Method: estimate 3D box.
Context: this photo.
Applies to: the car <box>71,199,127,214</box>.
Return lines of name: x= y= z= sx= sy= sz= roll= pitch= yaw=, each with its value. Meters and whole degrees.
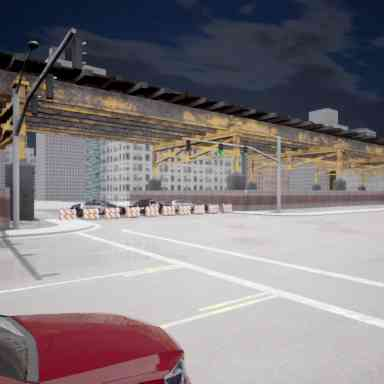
car: x=-8.439 y=1.295 z=30.392 sx=4.536 sy=1.218 sz=1.853 roll=0 pitch=0 yaw=8

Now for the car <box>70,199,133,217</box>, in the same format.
car: x=-8.388 y=1.453 z=30.385 sx=4.974 sy=1.542 sz=2.038 roll=0 pitch=0 yaw=8

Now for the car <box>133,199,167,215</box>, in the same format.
car: x=-4.649 y=1.453 z=33.079 sx=2.038 sy=1.542 sz=4.974 roll=0 pitch=0 yaw=18

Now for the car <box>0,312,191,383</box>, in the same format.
car: x=-2.160 y=1.526 z=2.226 sx=4.674 sy=1.442 sz=1.812 roll=0 pitch=0 yaw=-35

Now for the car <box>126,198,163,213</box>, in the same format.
car: x=-4.634 y=1.295 z=33.129 sx=1.853 sy=1.218 sz=4.536 roll=0 pitch=0 yaw=18

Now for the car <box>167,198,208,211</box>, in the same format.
car: x=-0.800 y=1.295 z=36.841 sx=4.536 sy=1.218 sz=1.853 roll=0 pitch=0 yaw=-7

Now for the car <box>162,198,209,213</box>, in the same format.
car: x=-0.748 y=1.453 z=36.848 sx=4.974 sy=1.542 sz=2.038 roll=0 pitch=0 yaw=-7
